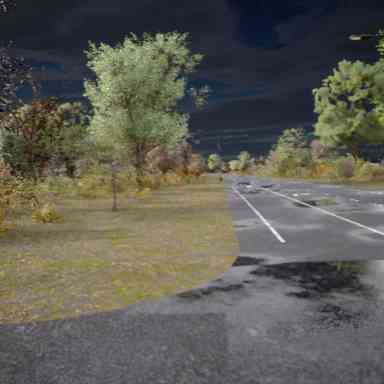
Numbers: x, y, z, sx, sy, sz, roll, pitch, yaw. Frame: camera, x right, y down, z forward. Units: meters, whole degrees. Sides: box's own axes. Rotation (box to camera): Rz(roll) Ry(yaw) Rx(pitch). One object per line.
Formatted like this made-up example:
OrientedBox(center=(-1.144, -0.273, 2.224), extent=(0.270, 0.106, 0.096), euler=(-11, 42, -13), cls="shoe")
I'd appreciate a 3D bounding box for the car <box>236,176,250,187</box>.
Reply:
OrientedBox(center=(8.097, -1.719, 52.828), extent=(1.837, 1.490, 4.892), euler=(-4, 3, 7), cls="car")
